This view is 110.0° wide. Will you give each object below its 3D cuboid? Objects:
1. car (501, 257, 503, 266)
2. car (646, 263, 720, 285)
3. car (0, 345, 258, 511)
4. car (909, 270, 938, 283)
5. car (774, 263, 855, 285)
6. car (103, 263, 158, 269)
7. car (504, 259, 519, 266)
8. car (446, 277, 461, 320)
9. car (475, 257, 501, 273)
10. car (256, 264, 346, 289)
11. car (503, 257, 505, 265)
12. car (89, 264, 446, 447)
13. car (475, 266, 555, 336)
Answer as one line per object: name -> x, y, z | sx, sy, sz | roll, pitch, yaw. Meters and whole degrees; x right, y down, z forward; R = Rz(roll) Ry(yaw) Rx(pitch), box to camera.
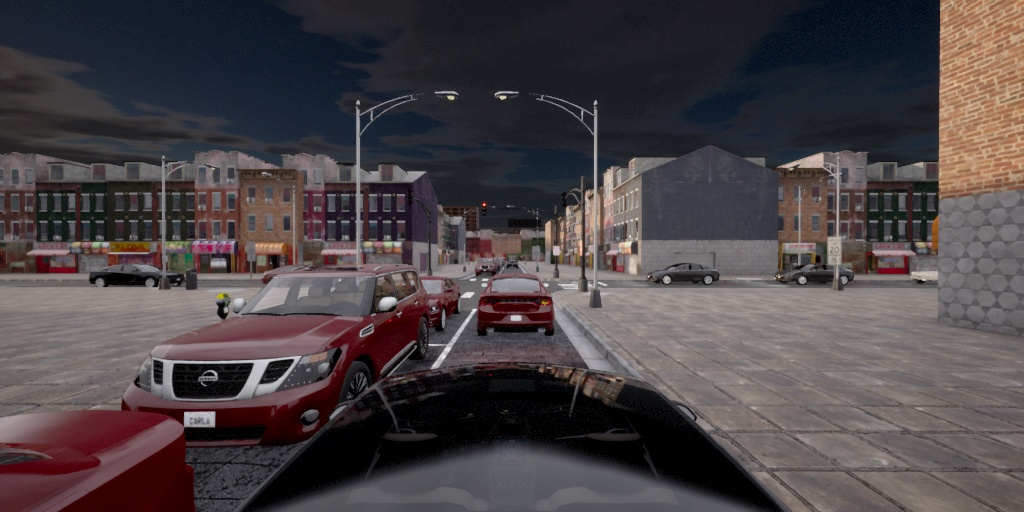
car -> -2.657, 1.081, 48.245 | 2.192, 1.841, 5.009 | 0, 0, 0
car -> 12.218, 1.264, 25.757 | 4.892, 1.490, 1.837 | 0, 0, 0
car -> -2.638, 1.295, 0.115 | 1.888, 1.381, 4.507 | 0, 0, 0
car -> 31.770, 1.390, 25.727 | 4.718, 1.301, 1.895 | 0, 0, 0
car -> 21.609, 1.277, 25.744 | 4.892, 1.490, 1.837 | 0, 0, 0
car -> -23.756, 1.221, 22.860 | 5.008, 1.535, 1.882 | 0, 0, 0
car -> 0.076, 1.288, 62.522 | 1.837, 1.490, 4.892 | 0, 0, 0
car -> -2.642, 1.294, 10.982 | 1.888, 1.381, 4.507 | 0, 0, 0
car -> -2.652, 1.072, 37.391 | 2.192, 1.841, 5.009 | 0, 0, 0
car -> -13.348, 1.278, 22.881 | 4.674, 1.442, 1.812 | 0, 0, -1
car -> -2.663, 1.337, 64.525 | 2.007, 1.370, 4.403 | 0, 0, 0
car -> -2.640, 1.064, 5.548 | 2.192, 1.841, 5.009 | 0, 0, 0
car -> 0.093, 1.227, 10.445 | 1.882, 1.535, 5.008 | 0, 0, 0
